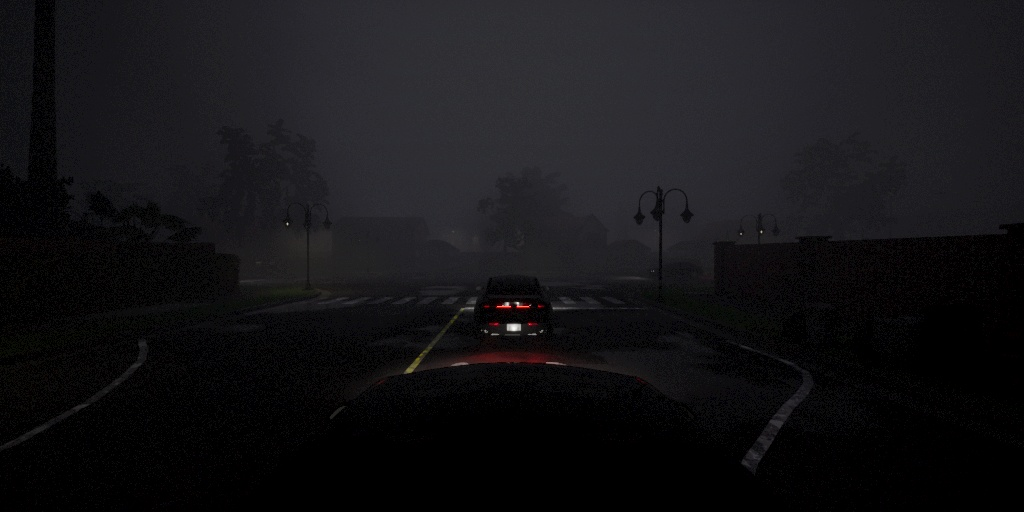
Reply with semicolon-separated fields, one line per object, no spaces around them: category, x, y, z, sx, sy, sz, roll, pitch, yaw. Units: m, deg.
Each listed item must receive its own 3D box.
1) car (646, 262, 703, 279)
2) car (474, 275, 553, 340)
car;14.932;1.276;33.003;4.892;1.490;1.837;0;0;0
car;0.018;1.254;9.954;1.837;1.490;4.892;0;0;-1
